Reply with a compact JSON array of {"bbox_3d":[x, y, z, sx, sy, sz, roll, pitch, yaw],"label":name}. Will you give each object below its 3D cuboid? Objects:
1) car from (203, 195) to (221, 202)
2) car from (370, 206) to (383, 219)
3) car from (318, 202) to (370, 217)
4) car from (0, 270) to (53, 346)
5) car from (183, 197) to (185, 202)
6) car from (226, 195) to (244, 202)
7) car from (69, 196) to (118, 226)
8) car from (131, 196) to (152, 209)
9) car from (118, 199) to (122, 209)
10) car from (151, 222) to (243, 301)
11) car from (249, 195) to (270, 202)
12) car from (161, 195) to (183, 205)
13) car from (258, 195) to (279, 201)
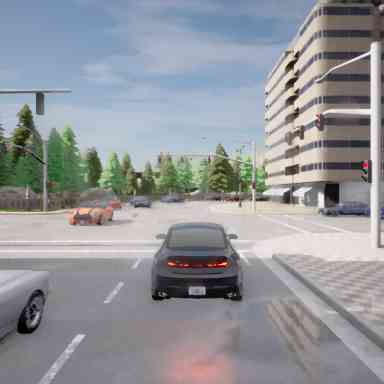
[{"bbox_3d":[4.482,1.476,74.858,1.882,1.535,5.008,0,0,42],"label":"car"},{"bbox_3d":[17.713,1.581,27.475,4.674,1.442,1.812,0,0,0],"label":"car"},{"bbox_3d":[14.619,1.603,30.987,5.357,1.411,2.033,0,0,0],"label":"car"},{"bbox_3d":[-3.424,1.601,3.805,1.895,1.301,4.718,0,0,0],"label":"car"},{"bbox_3d":[-3.383,1.500,70.531,1.837,1.490,4.892,0,0,31],"label":"car"},{"bbox_3d":[9.753,1.478,75.037,5.008,1.535,1.882,0,0,-41],"label":"car"},{"bbox_3d":[-7.041,1.375,23.616,2.097,1.767,4.553,0,0,0],"label":"car"},{"bbox_3d":[-6.723,1.563,46.086,1.994,1.385,4.181,0,0,0],"label":"car"},{"bbox_3d":[-10.380,1.353,41.865,2.097,1.767,4.553,0,0,2],"label":"car"},{"bbox_3d":[0.121,1.505,8.324,1.837,1.490,4.892,0,0,1],"label":"car"},{"bbox_3d":[15.227,1.595,74.763,4.718,1.301,1.895,0,0,-33],"label":"car"},{"bbox_3d":[-4.012,1.477,61.284,1.882,1.535,5.008,0,0,22],"label":"car"},{"bbox_3d":[18.554,1.500,80.548,4.892,1.490,1.837,0,0,-22],"label":"car"}]
